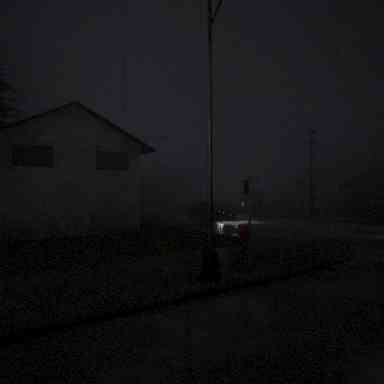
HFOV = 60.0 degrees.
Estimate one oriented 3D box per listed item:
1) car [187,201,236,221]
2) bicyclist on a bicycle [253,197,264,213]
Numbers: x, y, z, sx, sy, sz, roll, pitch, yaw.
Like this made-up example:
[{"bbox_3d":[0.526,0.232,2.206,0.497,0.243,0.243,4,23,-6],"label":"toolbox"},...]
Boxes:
[{"bbox_3d":[1.493,1.478,26.827,1.837,1.490,4.892,0,0,-36],"label":"car"},{"bbox_3d":[6.769,1.309,33.886,1.656,1.620,0.582,0,0,-36],"label":"bicyclist on a bicycle"}]
